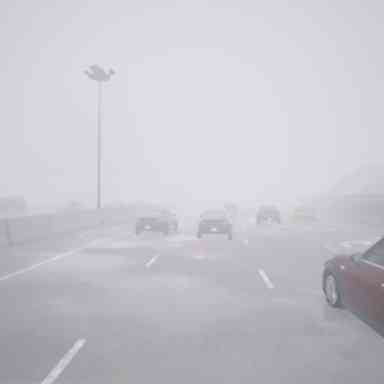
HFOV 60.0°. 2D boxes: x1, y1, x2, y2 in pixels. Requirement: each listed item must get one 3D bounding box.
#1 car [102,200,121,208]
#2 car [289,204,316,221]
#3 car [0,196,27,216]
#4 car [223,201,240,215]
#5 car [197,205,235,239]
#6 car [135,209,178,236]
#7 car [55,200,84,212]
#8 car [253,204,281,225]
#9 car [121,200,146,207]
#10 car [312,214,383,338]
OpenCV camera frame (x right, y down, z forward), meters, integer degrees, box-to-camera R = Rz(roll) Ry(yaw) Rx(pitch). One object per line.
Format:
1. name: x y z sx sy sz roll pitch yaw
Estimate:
1. car: -11.612 1.977 50.230 2.033 1.411 5.357 0 -1 10
2. car: 10.331 1.824 31.302 1.882 1.535 5.008 0 -1 9
3. car: -20.855 1.480 37.026 2.150 2.045 5.566 0 0 9
4. car: 4.708 1.913 40.479 1.837 1.490 4.892 0 -1 9
5. car: 1.356 1.711 18.661 1.812 1.442 4.674 0 -1 7
6. car: -2.028 1.706 19.712 1.812 1.442 4.674 0 -1 7
7. car: -16.158 1.844 44.119 2.128 1.511 4.902 0 -1 9
8. car: 6.152 1.793 27.237 1.837 1.490 4.892 0 -1 9
9. car: -8.268 1.910 49.024 1.882 1.535 5.008 0 -1 10
10. car: 3.767 1.420 5.218 2.097 1.767 4.553 0 -1 2
